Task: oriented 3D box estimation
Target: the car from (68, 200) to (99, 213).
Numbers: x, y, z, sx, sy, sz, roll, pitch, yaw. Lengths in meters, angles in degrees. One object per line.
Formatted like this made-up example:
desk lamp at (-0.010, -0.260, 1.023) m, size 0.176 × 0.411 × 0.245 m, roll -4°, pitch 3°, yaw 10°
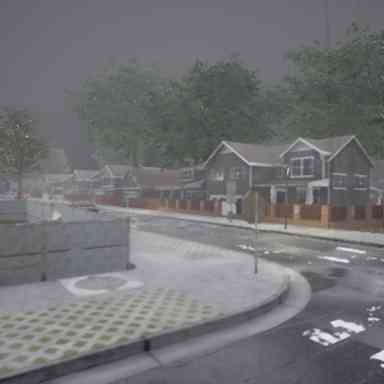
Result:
car at (-11.127, 1.520, 33.715) m, size 2.033 × 1.411 × 5.357 m, roll 1°, pitch 0°, yaw -35°

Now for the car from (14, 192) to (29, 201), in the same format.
car at (-34.174, 1.003, 66.671) m, size 2.150 × 2.045 × 5.566 m, roll 1°, pitch 0°, yaw -35°
